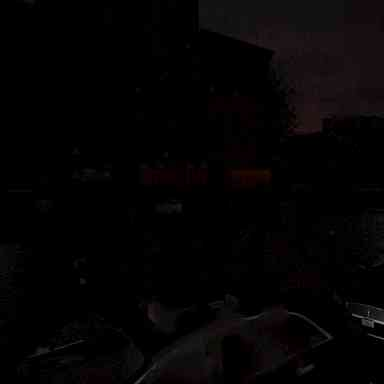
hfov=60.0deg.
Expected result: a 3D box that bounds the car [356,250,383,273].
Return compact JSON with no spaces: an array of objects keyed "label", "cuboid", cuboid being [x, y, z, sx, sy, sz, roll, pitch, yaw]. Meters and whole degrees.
[{"label":"car","cuboid":[4.172,1.549,5.801,4.403,1.369,2.008,0,-2,-35]}]

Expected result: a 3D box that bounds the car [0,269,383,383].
[{"label":"car","cuboid":[-0.268,1.550,2.643,4.403,1.369,2.008,0,-2,-35]}]
